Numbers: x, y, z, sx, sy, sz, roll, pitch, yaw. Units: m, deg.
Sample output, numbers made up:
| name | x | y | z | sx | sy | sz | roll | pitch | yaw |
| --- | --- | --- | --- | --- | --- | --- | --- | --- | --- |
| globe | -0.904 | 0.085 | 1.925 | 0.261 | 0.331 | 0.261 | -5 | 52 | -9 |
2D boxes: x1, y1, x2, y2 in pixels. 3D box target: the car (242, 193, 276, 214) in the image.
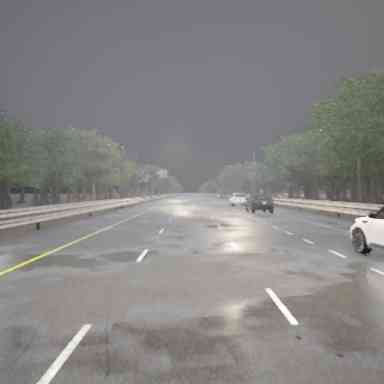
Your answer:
| name | x | y | z | sx | sy | sz | roll | pitch | yaw |
| --- | --- | --- | --- | --- | --- | --- | --- | --- | --- |
| car | 7.010 | 1.196 | 34.777 | 2.150 | 2.045 | 5.566 | 0 | 0 | 0 |

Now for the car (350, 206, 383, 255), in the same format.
| name | x | y | z | sx | sy | sz | roll | pitch | yaw |
| --- | --- | --- | --- | --- | --- | --- | --- | --- | --- |
| car | 7.001 | 1.215 | 10.122 | 2.150 | 2.045 | 5.566 | 0 | 0 | 0 |

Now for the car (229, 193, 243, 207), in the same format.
| name | x | y | z | sx | sy | sz | roll | pitch | yaw |
| --- | --- | --- | --- | --- | --- | --- | --- | --- | --- |
| car | 7.016 | 1.202 | 50.985 | 2.150 | 2.045 | 5.566 | 0 | 0 | 0 |
